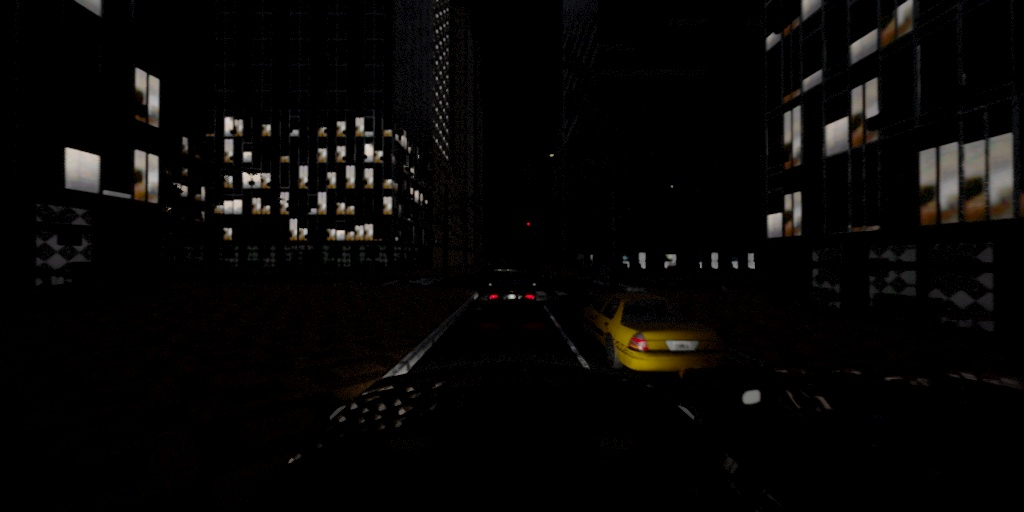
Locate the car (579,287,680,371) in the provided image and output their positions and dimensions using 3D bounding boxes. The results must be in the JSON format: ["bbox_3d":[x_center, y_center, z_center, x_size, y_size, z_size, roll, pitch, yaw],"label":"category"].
[{"bbox_3d":[2.566,1.335,7.706,1.751,1.417,4.829,0,0,0],"label":"car"}]

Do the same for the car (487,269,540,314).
[{"bbox_3d":[0.010,1.428,14.382,2.033,1.411,5.357,0,-1,0],"label":"car"}]

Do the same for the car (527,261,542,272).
[{"bbox_3d":[3.880,1.915,58.637,1.948,1.339,4.313,0,0,0],"label":"car"}]

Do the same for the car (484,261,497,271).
[{"bbox_3d":[-4.079,1.985,64.120,1.802,1.307,4.207,0,0,0],"label":"car"}]

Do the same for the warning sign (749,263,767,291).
[{"bbox_3d":[17.266,1.442,24.850,1.060,1.860,1.300,0,0,-3],"label":"warning sign"}]

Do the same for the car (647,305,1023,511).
[{"bbox_3d":[2.565,1.298,1.985,1.888,1.381,4.507,0,0,0],"label":"car"}]
